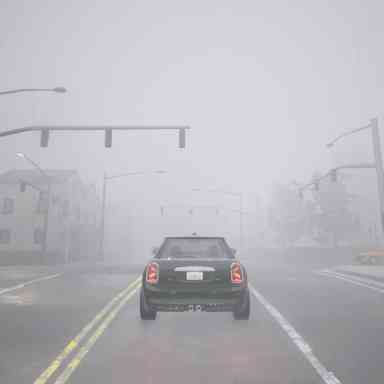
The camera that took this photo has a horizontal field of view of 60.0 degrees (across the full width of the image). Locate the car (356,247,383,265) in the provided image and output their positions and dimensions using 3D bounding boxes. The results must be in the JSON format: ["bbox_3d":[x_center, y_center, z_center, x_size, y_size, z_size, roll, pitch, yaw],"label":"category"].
[{"bbox_3d":[16.462,5.362,28.063,5.008,1.535,1.882,0,-11,1],"label":"car"}]

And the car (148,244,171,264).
[{"bbox_3d":[-3.585,6.987,37.474,2.150,2.045,5.566,0,-11,-2],"label":"car"}]

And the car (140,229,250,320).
[{"bbox_3d":[0.060,1.807,8.227,2.097,1.767,4.553,0,-7,0],"label":"car"}]
